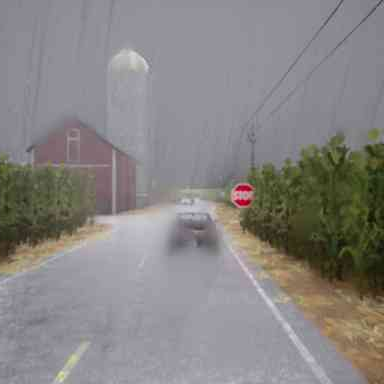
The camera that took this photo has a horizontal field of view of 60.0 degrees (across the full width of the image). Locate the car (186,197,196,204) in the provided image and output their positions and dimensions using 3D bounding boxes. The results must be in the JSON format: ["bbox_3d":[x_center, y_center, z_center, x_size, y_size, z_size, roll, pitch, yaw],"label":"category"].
[{"bbox_3d":[-0.204,1.956,76.734,2.033,1.411,5.357,0,0,1],"label":"car"}]

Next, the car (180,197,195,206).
[{"bbox_3d":[-0.989,1.865,61.519,1.812,1.442,4.674,0,0,5],"label":"car"}]

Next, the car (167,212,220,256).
[{"bbox_3d":[0.069,1.566,13.433,2.128,1.511,4.902,0,0,1],"label":"car"}]
